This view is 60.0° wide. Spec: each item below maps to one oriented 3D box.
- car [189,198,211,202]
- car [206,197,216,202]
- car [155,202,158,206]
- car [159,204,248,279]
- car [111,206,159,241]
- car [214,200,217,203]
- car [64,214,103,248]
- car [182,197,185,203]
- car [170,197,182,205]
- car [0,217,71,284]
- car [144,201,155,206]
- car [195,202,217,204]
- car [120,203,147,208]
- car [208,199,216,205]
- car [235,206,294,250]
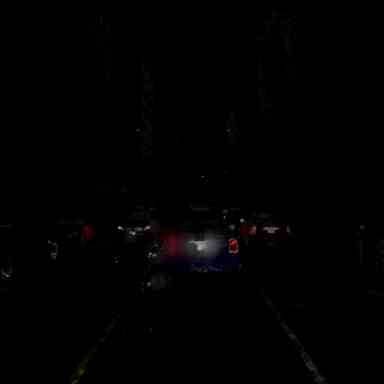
[{"bbox_3d":[0.830,1.799,36.057,1.801,1.575,5.366,0,-1,1],"label":"car"},{"bbox_3d":[4.621,2.197,74.201,1.967,1.590,4.097,0,-1,1],"label":"car"},{"bbox_3d":[-4.813,1.765,37.326,1.967,1.590,4.097,0,-1,1],"label":"car"},{"bbox_3d":[0.328,1.455,10.623,2.097,1.767,4.553,0,0,1],"label":"car"},{"bbox_3d":[-2.701,1.678,17.828,1.812,1.442,4.674,0,-1,1],"label":"car"},{"bbox_3d":[3.710,1.933,37.122,1.947,1.339,4.313,0,-1,1],"label":"car"},{"bbox_3d":[-5.334,1.697,15.326,1.802,1.307,4.206,0,-1,1],"label":"car"},{"bbox_3d":[-3.626,2.389,85.227,2.008,1.369,4.403,0,-1,1],"label":"car"},{"bbox_3d":[-3.902,2.296,74.414,1.802,1.307,4.206,0,-1,1],"label":"car"},{"bbox_3d":[-5.464,1.629,9.827,1.947,1.339,4.313,0,-1,1],"label":"car"},{"bbox_3d":[-4.944,1.854,31.825,1.802,1.307,4.206,0,-1,1],"label":"car"},{"bbox_3d":[0.617,1.694,22.847,1.882,1.535,5.008,0,-1,1],"label":"car"},{"bbox_3d":[-5.073,1.785,26.325,1.947,1.339,4.313,0,-1,1],"label":"car"},{"bbox_3d":[4.763,2.345,79.777,1.752,1.417,4.829,0,-1,1],"label":"car"},{"bbox_3d":[3.190,1.597,15.125,1.967,1.590,4.097,0,-1,1],"label":"car"}]
